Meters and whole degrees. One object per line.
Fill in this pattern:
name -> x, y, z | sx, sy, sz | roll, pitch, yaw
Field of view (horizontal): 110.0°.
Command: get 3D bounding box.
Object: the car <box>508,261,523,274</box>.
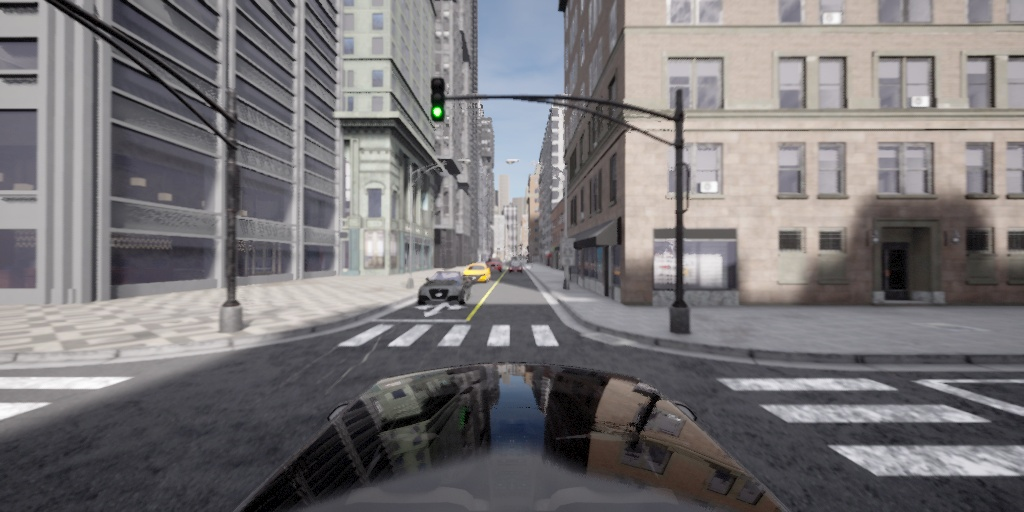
car -> 0.451, 1.603, 47.019 | 1.895, 1.301, 4.718 | 0, 0, 1

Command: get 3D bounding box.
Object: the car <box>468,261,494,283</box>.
car -> -2.829, 1.381, 29.551 | 1.882, 1.535, 5.008 | 0, 0, 1

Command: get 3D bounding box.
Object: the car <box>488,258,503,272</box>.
car -> -2.512, 1.243, 50.964 | 2.150, 2.045, 5.566 | 0, -1, 1

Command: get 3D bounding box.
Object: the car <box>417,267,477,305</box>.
car -> -2.975, 1.397, 16.585 | 1.994, 1.385, 4.181 | 0, 0, 0
